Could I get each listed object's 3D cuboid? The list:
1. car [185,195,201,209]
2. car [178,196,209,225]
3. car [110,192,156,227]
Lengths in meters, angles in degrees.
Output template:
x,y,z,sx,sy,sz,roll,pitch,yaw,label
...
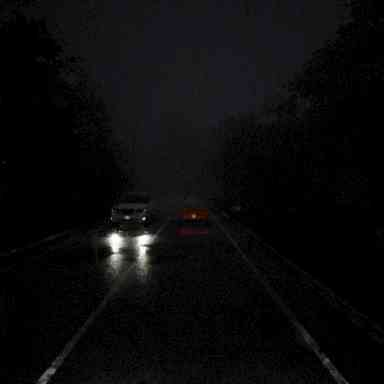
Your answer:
x,y,z,sx,sy,sz,roll,pitch,yaw,label
0.108,1.150,38.828,1.812,1.442,4.674,0,1,0,car
0.104,1.272,22.340,1.882,1.535,5.008,0,1,0,car
-3.597,1.026,21.194,2.150,2.045,5.566,0,1,0,car
